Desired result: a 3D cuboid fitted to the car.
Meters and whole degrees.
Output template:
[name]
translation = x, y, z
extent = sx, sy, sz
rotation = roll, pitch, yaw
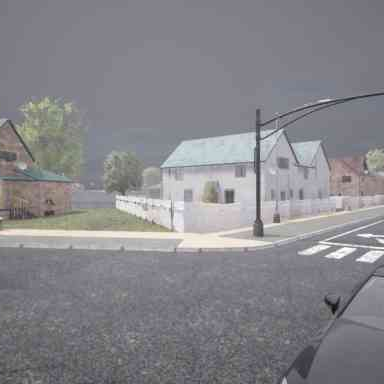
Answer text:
[car]
translation = 2.573, 1.525, 3.480
extent = 1.812, 1.442, 4.674
rotation = 0, 0, 42
